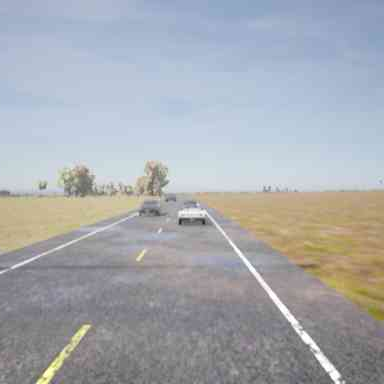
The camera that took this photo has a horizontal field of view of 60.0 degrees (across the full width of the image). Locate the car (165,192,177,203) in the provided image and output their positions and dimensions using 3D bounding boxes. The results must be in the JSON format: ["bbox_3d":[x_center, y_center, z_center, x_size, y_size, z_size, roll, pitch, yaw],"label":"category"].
[{"bbox_3d":[-4.362,1.117,69.479,2.150,2.045,5.566,0,0,-1],"label":"car"}]

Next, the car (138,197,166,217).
[{"bbox_3d":[-3.774,1.440,30.866,1.837,1.490,4.892,0,0,-1],"label":"car"}]

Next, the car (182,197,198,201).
[{"bbox_3d":[-0.252,1.407,43.819,2.128,1.511,4.902,0,0,-1],"label":"car"}]

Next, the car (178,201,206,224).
[{"bbox_3d":[-0.014,1.545,24.254,1.895,1.301,4.718,0,0,0],"label":"car"}]
